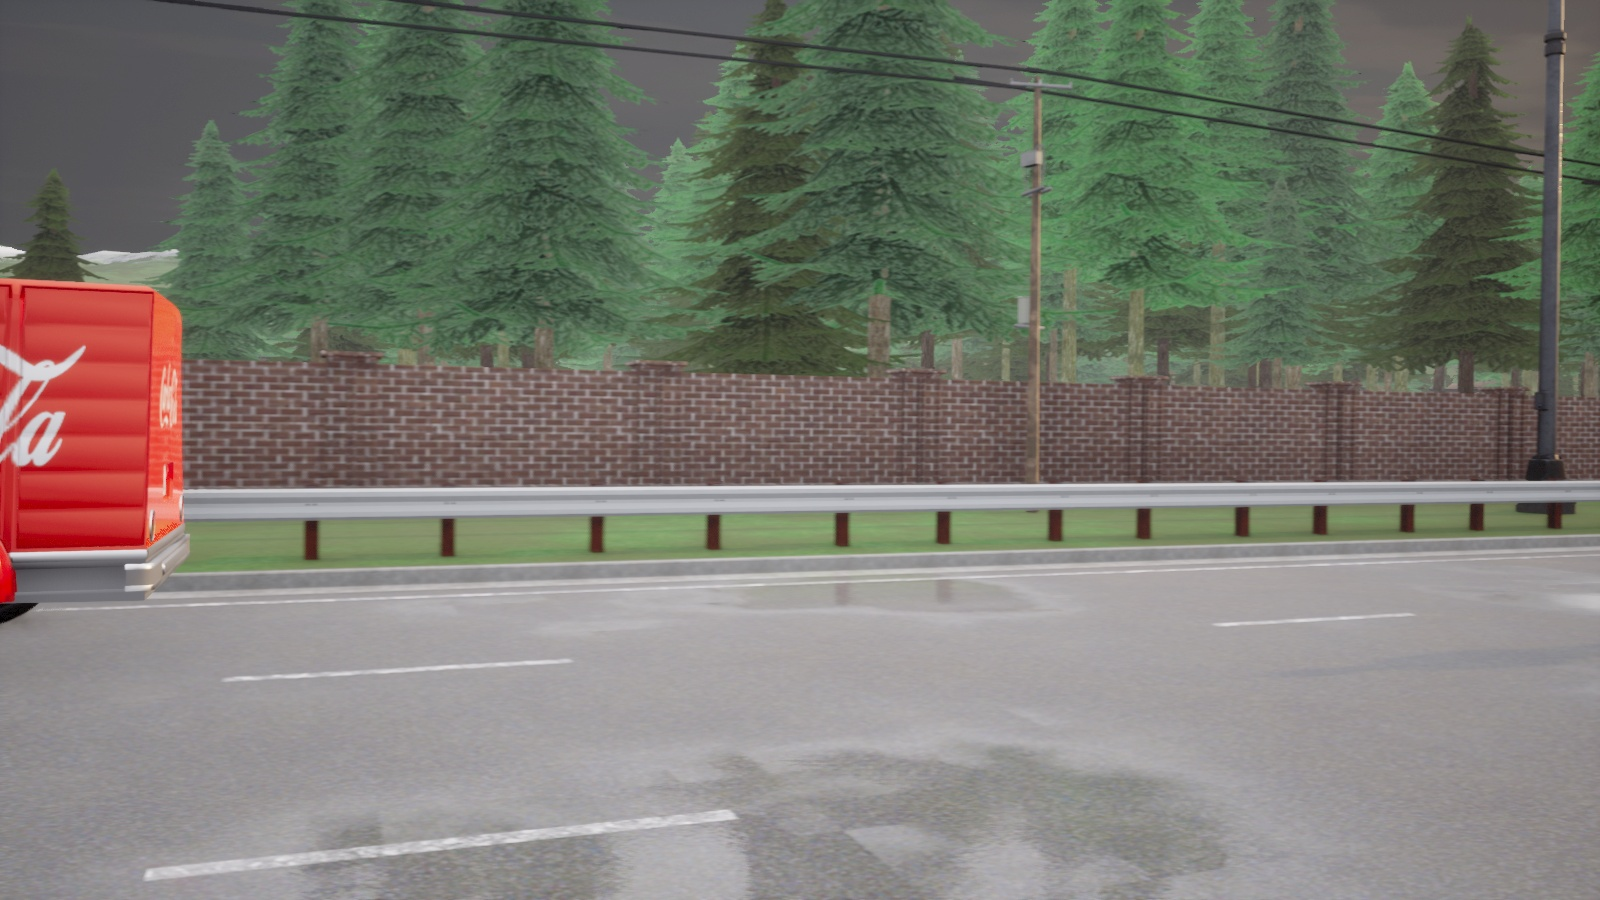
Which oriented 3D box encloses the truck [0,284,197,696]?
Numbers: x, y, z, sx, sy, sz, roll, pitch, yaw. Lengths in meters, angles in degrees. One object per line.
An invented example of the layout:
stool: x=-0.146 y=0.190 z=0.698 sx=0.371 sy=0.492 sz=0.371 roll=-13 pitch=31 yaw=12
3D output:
truck: x=-6.907 y=0.254 z=8.098 sx=5.204 sy=2.467 sz=2.627 roll=-1 pitch=1 yaw=-21
